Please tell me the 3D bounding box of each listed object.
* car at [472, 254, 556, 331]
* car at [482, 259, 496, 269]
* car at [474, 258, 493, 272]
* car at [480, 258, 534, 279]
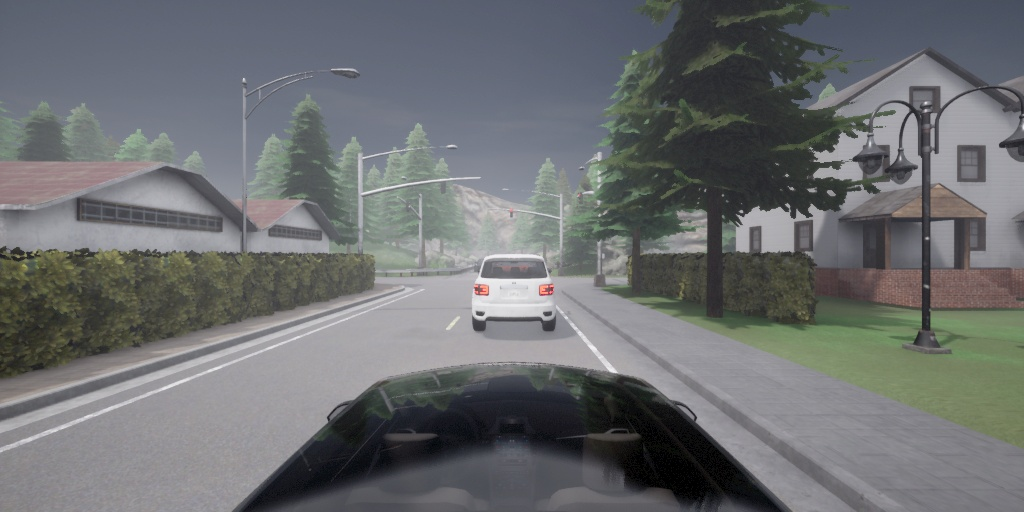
[{"bbox_3d":[0.066,0.971,11.088,2.150,2.045,5.566,0,0,0],"label":"car"},{"bbox_3d":[-3.574,1.276,55.557,1.812,1.442,4.674,0,0,0],"label":"car"},{"bbox_3d":[-3.582,1.102,45.572,2.097,1.767,4.553,0,0,0],"label":"car"},{"bbox_3d":[-0.390,1.092,31.237,4.553,1.767,2.097,0,0,0],"label":"car"}]
